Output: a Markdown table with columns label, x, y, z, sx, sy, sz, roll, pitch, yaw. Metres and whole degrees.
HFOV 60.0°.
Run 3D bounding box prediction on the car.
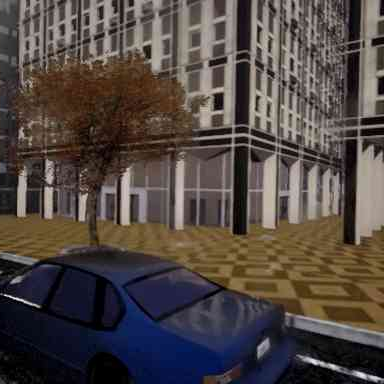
| label | x | y | z | sx | sy | sz | roll | pitch | yaw |
| --- | --- | --- | --- | --- | --- | --- | --- | --- | --- |
| car | -1.367 | 1.555 | 4.662 | 5.357 | 1.411 | 2.033 | 0 | 0 | 35 |
